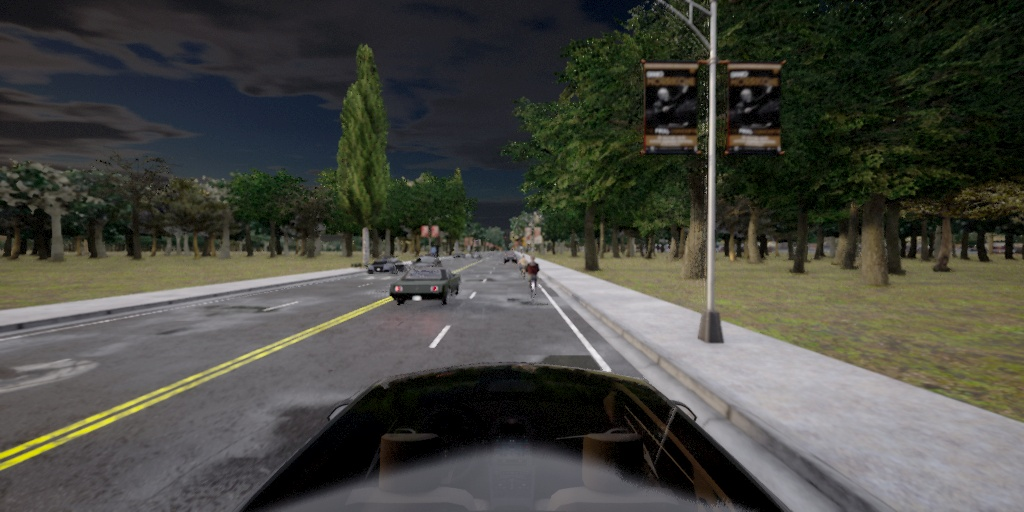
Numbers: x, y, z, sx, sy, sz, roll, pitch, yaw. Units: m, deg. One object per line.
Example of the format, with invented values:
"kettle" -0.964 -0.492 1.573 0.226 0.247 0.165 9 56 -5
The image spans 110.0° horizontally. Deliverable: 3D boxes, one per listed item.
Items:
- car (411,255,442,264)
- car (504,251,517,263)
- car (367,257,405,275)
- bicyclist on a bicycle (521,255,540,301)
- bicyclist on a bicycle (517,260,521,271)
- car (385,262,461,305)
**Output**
"car" -6.755 0.712 28.623 1.837 1.490 4.892 0 1 0
"car" -0.199 0.331 52.035 1.895 1.301 4.718 0 1 0
"car" -10.007 0.768 28.854 1.994 1.385 4.181 0 1 0
"bicyclist on a bicycle" 0.819 0.862 14.404 0.659 1.776 1.843 0 2 0
"bicyclist on a bicycle" 0.780 0.737 23.872 0.866 1.612 1.509 0 1 -1
"car" -3.225 1.096 14.352 1.895 1.301 4.718 0 1 0
